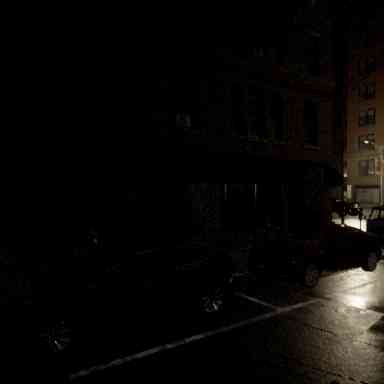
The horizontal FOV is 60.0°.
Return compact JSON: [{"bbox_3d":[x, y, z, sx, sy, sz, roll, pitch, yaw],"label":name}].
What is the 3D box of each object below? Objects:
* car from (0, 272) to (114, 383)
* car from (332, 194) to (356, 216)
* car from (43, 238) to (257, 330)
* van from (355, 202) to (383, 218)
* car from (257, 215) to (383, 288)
[{"bbox_3d":[-2.653,1.564,1.492,4.181,1.385,1.994,0,0,-35],"label":"car"},{"bbox_3d":[13.111,1.217,31.641,2.150,2.045,5.566,0,0,-36],"label":"car"},{"bbox_3d":[-1.132,1.566,5.944,4.313,1.339,1.947,0,0,-35],"label":"car"},{"bbox_3d":[8.113,1.338,12.477,3.998,1.788,1.690,0,0,-35],"label":"van"},{"bbox_3d":[3.490,1.544,9.211,4.507,1.381,1.887,0,0,-35],"label":"car"}]
